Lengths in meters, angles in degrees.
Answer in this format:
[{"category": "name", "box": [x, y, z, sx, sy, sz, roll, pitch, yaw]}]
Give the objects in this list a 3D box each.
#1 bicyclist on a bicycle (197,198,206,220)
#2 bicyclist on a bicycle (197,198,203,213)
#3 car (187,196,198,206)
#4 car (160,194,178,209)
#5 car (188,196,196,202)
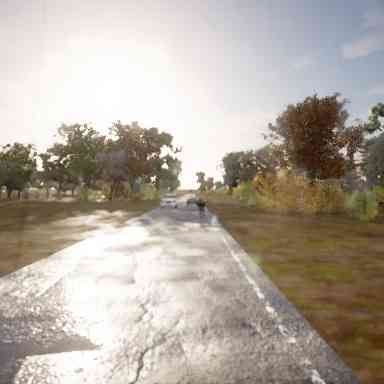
[{"category": "bicyclist on a bicycle", "box": [0.833, 1.390, 27.352, 0.659, 1.776, 1.843, 0, 0, 0]}, {"category": "bicyclist on a bicycle", "box": [0.834, 1.477, 36.287, 0.582, 1.620, 1.656, 0, 0, 0]}, {"category": "car", "box": [0.071, 1.519, 56.805, 2.128, 1.511, 4.902, 0, 0, 1]}, {"category": "car", "box": [-3.067, 1.250, 45.575, 2.150, 2.045, 5.566, 0, 0, 0]}, {"category": "car", "box": [0.015, 1.615, 75.038, 1.895, 1.301, 4.718, 0, 0, 0]}]
